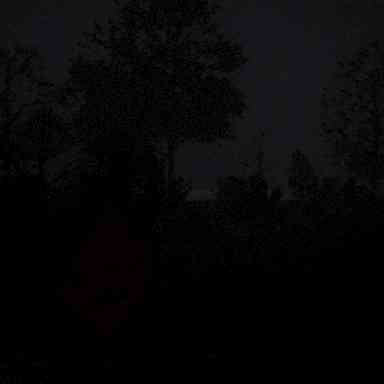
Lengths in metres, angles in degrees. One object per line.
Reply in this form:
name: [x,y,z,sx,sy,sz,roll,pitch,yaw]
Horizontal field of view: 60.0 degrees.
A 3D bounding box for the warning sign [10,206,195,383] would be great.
warning sign: [-0.790,1.100,3.150,1.060,1.860,1.300,1,0,36]
